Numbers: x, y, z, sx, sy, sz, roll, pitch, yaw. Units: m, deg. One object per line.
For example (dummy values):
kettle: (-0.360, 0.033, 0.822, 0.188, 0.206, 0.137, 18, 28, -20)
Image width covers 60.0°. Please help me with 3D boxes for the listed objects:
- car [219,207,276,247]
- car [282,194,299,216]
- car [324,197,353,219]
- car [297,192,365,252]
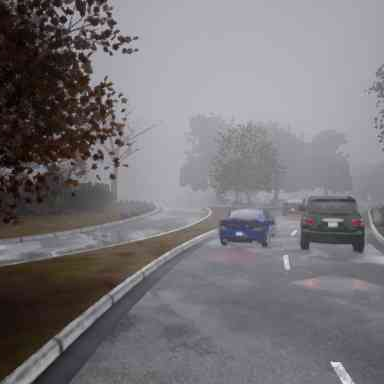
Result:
car: (2.611, 1.404, 14.898, 1.882, 1.535, 5.008, 0, 1, 19)
car: (9.135, 1.233, 28.637, 1.882, 1.535, 5.008, 0, 0, 27)
car: (12.027, 1.228, 27.154, 1.882, 1.535, 5.008, 0, 0, 27)
car: (5.685, 1.172, 13.843, 2.150, 2.045, 5.566, 0, 1, 19)
